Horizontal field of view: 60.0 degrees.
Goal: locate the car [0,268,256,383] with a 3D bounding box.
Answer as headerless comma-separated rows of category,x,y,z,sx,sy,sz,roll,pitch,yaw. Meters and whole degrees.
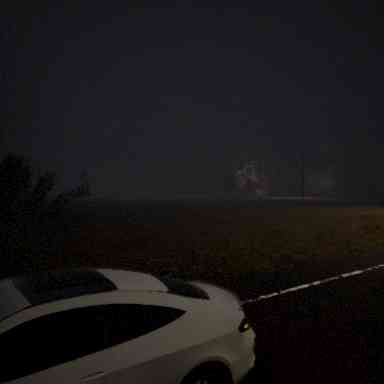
car,-1.450,1.526,2.958,4.674,1.442,1.812,0,0,-36
